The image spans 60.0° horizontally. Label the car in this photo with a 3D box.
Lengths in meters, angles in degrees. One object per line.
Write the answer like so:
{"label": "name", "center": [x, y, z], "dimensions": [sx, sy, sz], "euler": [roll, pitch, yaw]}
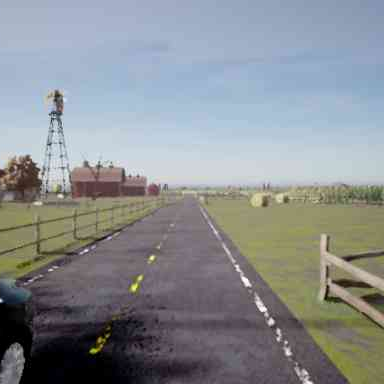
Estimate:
{"label": "car", "center": [-2.839, 1.512, 2.188], "dimensions": [1.837, 1.490, 4.892], "euler": [0, 0, 0]}
